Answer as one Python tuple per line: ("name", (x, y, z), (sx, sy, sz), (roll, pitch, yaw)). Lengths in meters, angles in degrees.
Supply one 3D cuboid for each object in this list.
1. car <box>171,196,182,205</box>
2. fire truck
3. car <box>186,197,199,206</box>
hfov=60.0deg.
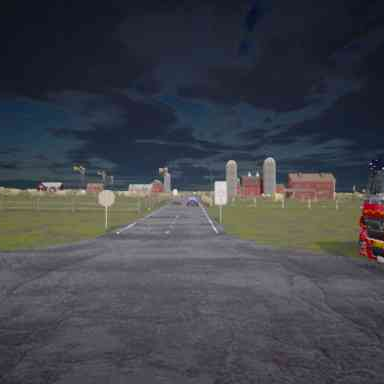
("car", (-2.676, 1.510, 58.427), (1.837, 1.490, 4.892), (0, 0, 0))
("fire truck", (9.529, 0.489, 9.370), (8.468, 3.827, 2.891), (1, -1, -1))
("car", (0.069, 1.529, 53.388), (1.812, 1.442, 4.674), (0, 0, 0))
